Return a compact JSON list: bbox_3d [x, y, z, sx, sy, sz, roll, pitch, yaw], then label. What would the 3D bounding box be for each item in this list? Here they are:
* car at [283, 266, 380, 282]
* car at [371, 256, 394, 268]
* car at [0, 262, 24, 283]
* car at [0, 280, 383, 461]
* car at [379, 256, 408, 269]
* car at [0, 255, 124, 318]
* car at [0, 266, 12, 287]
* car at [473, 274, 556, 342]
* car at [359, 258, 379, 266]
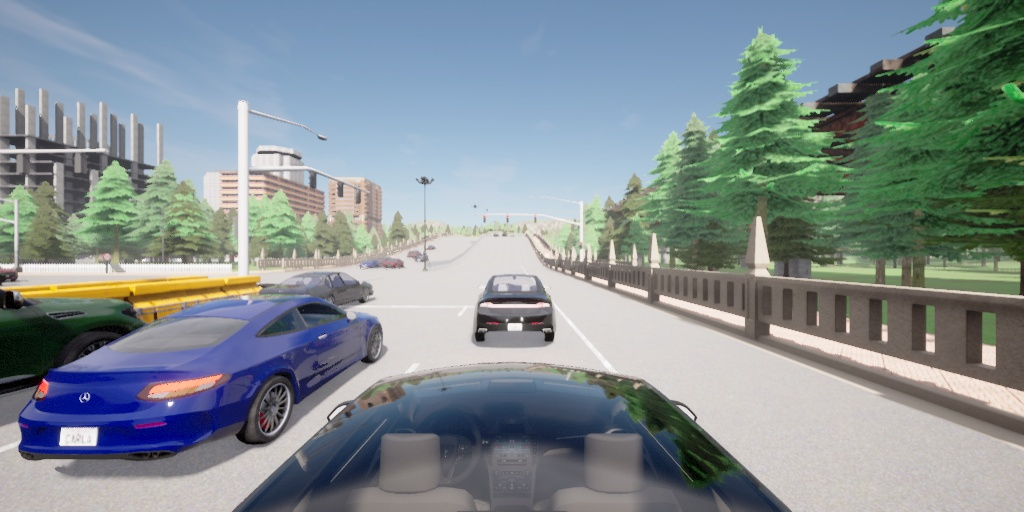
[{"bbox_3d":[-7.020,1.285,13.436,2.033,1.411,5.357,0,0,0],"label":"car"},{"bbox_3d":[-21.118,0.934,58.758,2.097,1.767,4.553,0,1,0],"label":"car"},{"bbox_3d":[-39.497,1.201,26.326,5.008,1.535,1.882,0,0,2],"label":"car"},{"bbox_3d":[-3.443,1.272,5.161,1.812,1.442,4.674,0,0,0],"label":"car"},{"bbox_3d":[-17.673,1.151,53.841,1.882,1.535,5.008,0,1,0],"label":"car"},{"bbox_3d":[-6.956,0.970,3.397,2.150,2.045,5.566,0,0,1],"label":"car"},{"bbox_3d":[-35.161,1.328,22.662,4.718,1.301,1.895,0,0,2],"label":"car"},{"bbox_3d":[0.066,1.233,9.723,2.128,1.511,4.902,0,0,0],"label":"car"},{"bbox_3d":[-21.173,1.198,53.662,1.812,1.442,4.674,0,1,0],"label":"car"}]
